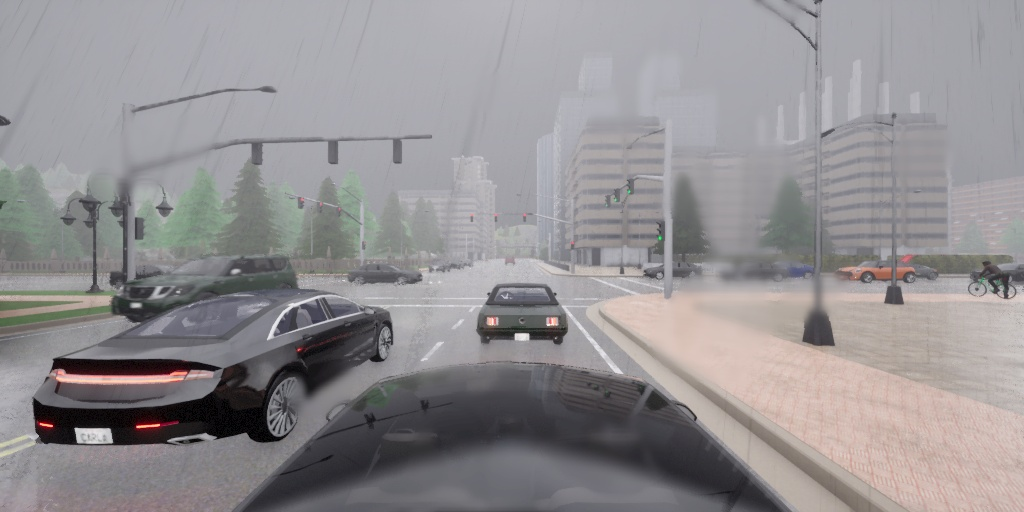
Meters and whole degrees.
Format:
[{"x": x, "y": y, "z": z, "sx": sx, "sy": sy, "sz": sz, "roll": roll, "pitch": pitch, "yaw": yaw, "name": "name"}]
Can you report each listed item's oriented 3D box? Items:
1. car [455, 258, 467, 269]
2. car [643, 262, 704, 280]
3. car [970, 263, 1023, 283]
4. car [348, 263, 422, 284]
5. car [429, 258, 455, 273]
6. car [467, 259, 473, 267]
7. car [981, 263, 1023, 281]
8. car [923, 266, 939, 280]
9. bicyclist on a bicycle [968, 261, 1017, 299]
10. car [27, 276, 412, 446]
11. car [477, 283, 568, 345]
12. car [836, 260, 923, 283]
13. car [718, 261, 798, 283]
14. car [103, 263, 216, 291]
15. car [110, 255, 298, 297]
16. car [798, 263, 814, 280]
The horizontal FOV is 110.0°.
[{"x": -8.546, "y": 1.102, "z": 54.039, "sx": 2.097, "sy": 1.767, "sz": 4.553, "roll": 0, "pitch": 0, "yaw": 2, "name": "car"}, {"x": 13.952, "y": 1.255, "z": 31.079, "sx": 4.892, "sy": 1.490, "sz": 1.837, "roll": 0, "pitch": 0, "yaw": 2, "name": "car"}, {"x": 37.522, "y": 1.228, "z": 26.792, "sx": 5.008, "sy": 1.535, "sz": 1.882, "roll": 0, "pitch": 0, "yaw": 2, "name": "car"}, {"x": -8.665, "y": 1.256, "z": 24.614, "sx": 4.892, "sy": 1.490, "sz": 1.837, "roll": 0, "pitch": 0, "yaw": 2, "name": "car"}, {"x": -8.879, "y": 1.241, "z": 44.311, "sx": 2.128, "sy": 1.511, "sz": 4.902, "roll": 0, "pitch": 0, "yaw": 2, "name": "car"}, {"x": -8.148, "y": 1.256, "z": 64.844, "sx": 1.837, "sy": 1.490, "sz": 4.892, "roll": 0, "pitch": 0, "yaw": 3, "name": "car"}, {"x": 43.467, "y": 1.297, "z": 30.081, "sx": 5.357, "sy": 1.411, "sz": 2.033, "roll": 0, "pitch": 0, "yaw": 2, "name": "car"}, {"x": 33.255, "y": 1.314, "z": 30.445, "sx": 4.181, "sy": 1.385, "sz": 1.994, "roll": 0, "pitch": 0, "yaw": 1, "name": "car"}, {"x": 21.176, "y": 1.051, "z": 15.851, "sx": 0.582, "sy": 1.620, "sz": 1.656, "roll": 0, "pitch": 0, "yaw": 2, "name": "bicyclist on a bicycle"}, {"x": -3.331, "y": 1.242, "z": 5.327, "sx": 2.128, "sy": 1.511, "sz": 4.902, "roll": 0, "pitch": 0, "yaw": 1, "name": "car"}, {"x": 0.260, "y": 1.351, "z": 9.480, "sx": 1.895, "sy": 1.301, "sz": 4.718, "roll": 0, "pitch": 0, "yaw": 1, "name": "car"}, {"x": 27.407, "y": 1.102, "z": 27.135, "sx": 4.553, "sy": 1.767, "sz": 2.097, "roll": 0, "pitch": 0, "yaw": 2, "name": "car"}, {"x": 18.474, "y": 1.255, "z": 27.430, "sx": 4.892, "sy": 1.490, "sz": 1.837, "roll": 0, "pitch": 0, "yaw": 2, "name": "car"}, {"x": -21.025, "y": 1.228, "z": 21.521, "sx": 5.008, "sy": 1.535, "sz": 1.882, "roll": 0, "pitch": 0, "yaw": 2, "name": "car"}, {"x": -9.894, "y": 0.972, "z": 12.366, "sx": 2.150, "sy": 2.045, "sz": 5.566, "roll": 1, "pitch": 0, "yaw": 4, "name": "car"}, {"x": 23.300, "y": 1.228, "z": 30.773, "sx": 5.008, "sy": 1.535, "sz": 1.882, "roll": 0, "pitch": 0, "yaw": 2, "name": "car"}]
